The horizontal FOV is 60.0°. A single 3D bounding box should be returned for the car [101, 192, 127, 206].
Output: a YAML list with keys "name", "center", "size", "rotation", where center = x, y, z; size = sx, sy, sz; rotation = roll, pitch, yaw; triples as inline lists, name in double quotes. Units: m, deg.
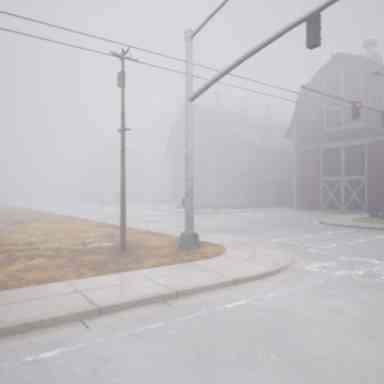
- name: "car"
  center: [-12.026, 1.077, 51.895]
  size: [3.866, 1.878, 1.905]
  rotation: [-2, 5, 11]
